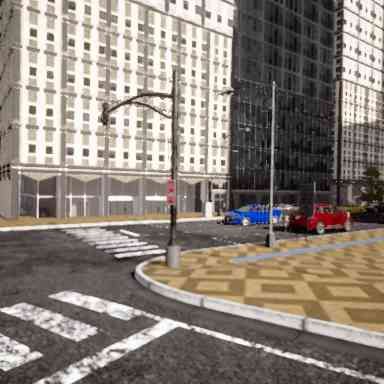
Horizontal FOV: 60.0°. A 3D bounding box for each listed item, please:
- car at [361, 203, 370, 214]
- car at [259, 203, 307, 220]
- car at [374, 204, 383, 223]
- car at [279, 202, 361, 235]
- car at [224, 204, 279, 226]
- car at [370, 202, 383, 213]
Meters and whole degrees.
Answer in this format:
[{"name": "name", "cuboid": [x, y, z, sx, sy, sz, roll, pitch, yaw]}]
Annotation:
[{"name": "car", "cuboid": [17.834, 1.833, 37.844, 4.829, 1.417, 1.752, 0, 1, -35]}, {"name": "car", "cuboid": [8.634, 1.792, 31.512, 4.403, 1.369, 2.008, 0, 1, -35]}, {"name": "car", "cuboid": [17.771, 1.980, 28.235, 4.507, 1.381, 1.887, 0, 1, -35]}, {"name": "car", "cuboid": [8.436, 1.683, 21.803, 5.009, 1.841, 2.192, 0, 1, -35]}, {"name": "car", "cuboid": [4.697, 1.731, 25.808, 5.008, 1.535, 1.882, 0, 1, -35]}, {"name": "car", "cuboid": [22.643, 1.909, 41.155, 4.313, 1.339, 1.947, 0, 1, -35]}]
